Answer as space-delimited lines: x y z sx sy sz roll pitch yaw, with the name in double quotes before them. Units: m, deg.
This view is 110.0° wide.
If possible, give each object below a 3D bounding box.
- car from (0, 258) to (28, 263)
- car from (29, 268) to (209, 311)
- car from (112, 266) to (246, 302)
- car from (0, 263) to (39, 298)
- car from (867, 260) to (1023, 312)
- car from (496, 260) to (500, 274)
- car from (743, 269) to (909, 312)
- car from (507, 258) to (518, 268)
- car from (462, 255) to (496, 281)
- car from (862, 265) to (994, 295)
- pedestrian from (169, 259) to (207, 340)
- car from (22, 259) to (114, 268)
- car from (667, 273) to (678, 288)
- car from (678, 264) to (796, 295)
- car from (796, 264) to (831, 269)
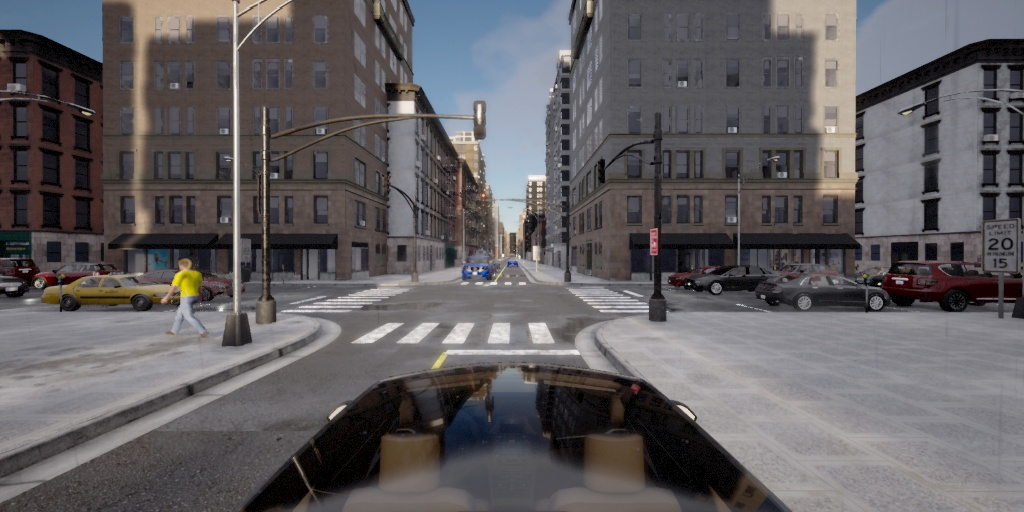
"car" -32.025 1.041 21.850 5.009 1.841 2.192 0 0 0
"car" -14.891 1.294 13.780 4.829 1.417 1.751 0 0 0
"car" -14.784 1.282 16.294 4.674 1.442 1.812 0 0 0
"car" -25.219 1.246 16.340 4.902 1.511 2.128 0 0 0
"car" 17.194 1.091 13.695 5.009 1.841 2.192 0 0 0
"car" -2.782 1.322 41.997 1.994 1.385 4.181 0 0 -1
"car" 11.785 1.325 13.709 4.403 1.370 2.007 0 0 0
"car" 0.110 1.247 63.210 1.882 1.535 5.008 0 0 0
"car" -2.797 0.974 29.899 2.150 2.045 5.566 0 0 0
"car" 22.078 1.256 19.166 4.892 1.490 1.837 0 0 0
"pedestrian" -7.184 0.899 7.954 0.375 1.860 0.375 0 0 0
"car" -26.363 1.167 21.835 4.097 1.591 1.967 0 0 0
"car" 11.806 1.281 21.734 4.507 1.381 1.888 0 0 0
"car" 11.909 1.253 19.190 4.892 1.490 1.837 0 0 0
"car" 17.215 1.177 21.720 4.097 1.591 1.967 0 0 0
